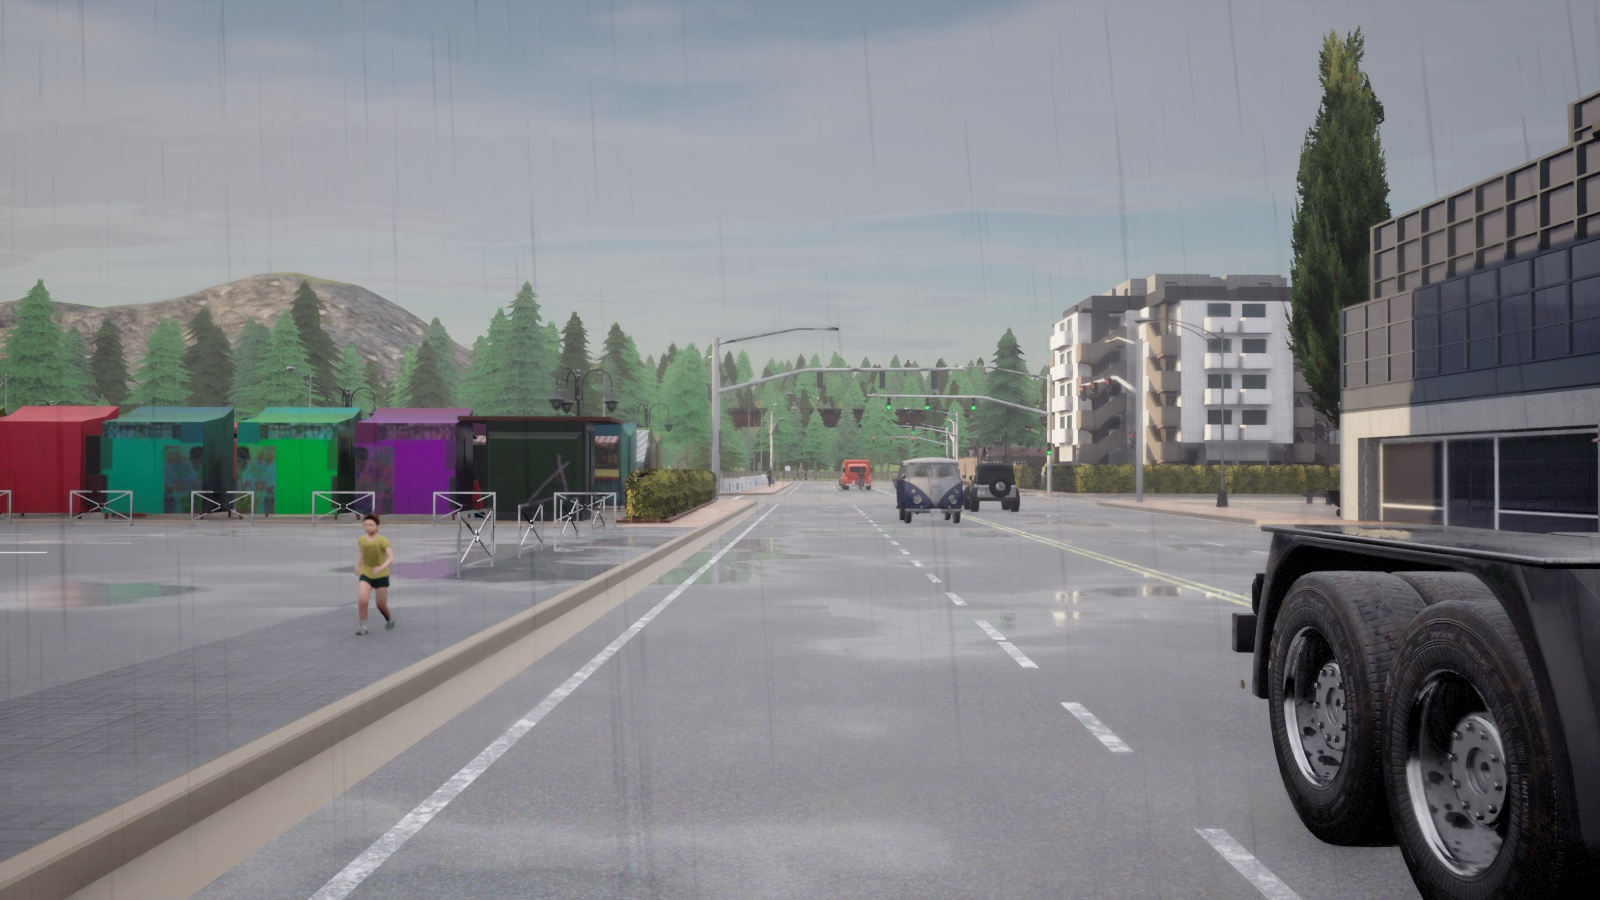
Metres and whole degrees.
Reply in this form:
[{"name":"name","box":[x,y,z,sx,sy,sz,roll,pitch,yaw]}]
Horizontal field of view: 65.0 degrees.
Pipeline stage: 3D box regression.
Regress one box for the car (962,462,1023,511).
[{"name":"car","box":[7.616,1.417,49.956,1.905,1.878,3.866,0,-1,1]}]

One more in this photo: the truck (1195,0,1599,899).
[{"name":"truck","box":[3.522,-0.137,2.678,2.891,3.462,7.936,0,-1,1]}]

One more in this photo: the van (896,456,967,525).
[{"name":"van","box":[3.970,1.197,38.564,1.775,1.987,4.442,0,-1,1]}]

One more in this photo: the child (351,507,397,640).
[{"name":"child","box":[-3.659,1.049,10.800,0.255,1.110,0.394,0,-1,1]}]
